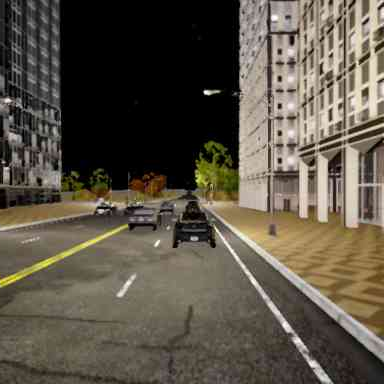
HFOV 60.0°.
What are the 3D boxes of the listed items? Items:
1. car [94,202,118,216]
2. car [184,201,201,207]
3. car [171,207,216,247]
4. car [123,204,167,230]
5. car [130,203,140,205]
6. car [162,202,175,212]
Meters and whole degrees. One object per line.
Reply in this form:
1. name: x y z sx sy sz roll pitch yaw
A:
1. car: -9.767 1.943 38.070 2.128 1.511 4.902 0 -1 0
2. car: 0.080 1.979 44.468 1.837 1.490 4.892 0 -1 0
3. car: 0.094 1.681 16.019 1.837 1.490 4.892 0 -1 0
4. car: -3.159 1.799 23.120 2.033 1.411 5.357 0 -1 0
5. car: -6.517 1.990 38.067 1.994 1.385 4.181 0 -1 0
6. car: -3.168 2.003 42.452 2.033 1.411 5.357 0 -1 -1
